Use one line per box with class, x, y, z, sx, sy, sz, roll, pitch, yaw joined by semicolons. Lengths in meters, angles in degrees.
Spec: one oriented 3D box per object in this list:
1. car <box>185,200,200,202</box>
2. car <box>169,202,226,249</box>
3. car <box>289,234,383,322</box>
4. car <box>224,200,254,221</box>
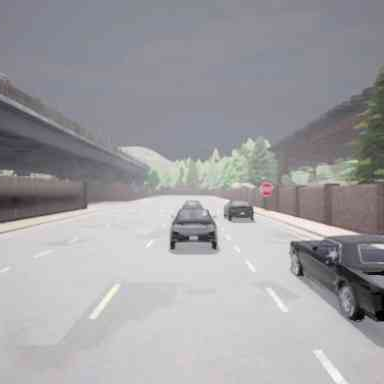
car;0.045;1.392;28.508;2.033;1.411;5.357;0;0;0
car;0.072;1.414;14.179;2.128;1.511;4.902;0;0;0
car;3.585;1.560;7.114;1.895;1.301;4.718;0;0;0
car;3.563;1.335;25.862;1.882;1.535;5.008;0;0;0
